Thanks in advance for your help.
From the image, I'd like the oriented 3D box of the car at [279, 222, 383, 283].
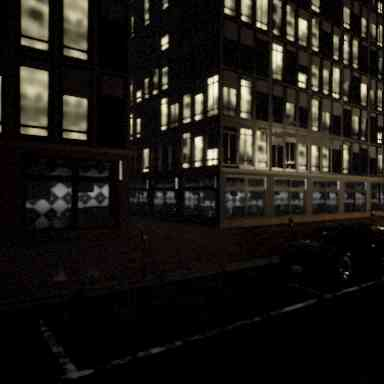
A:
[{"bbox_3d":[4.451,1.588,9.730,4.313,1.339,1.947,0,0,-35],"label":"car"}]
